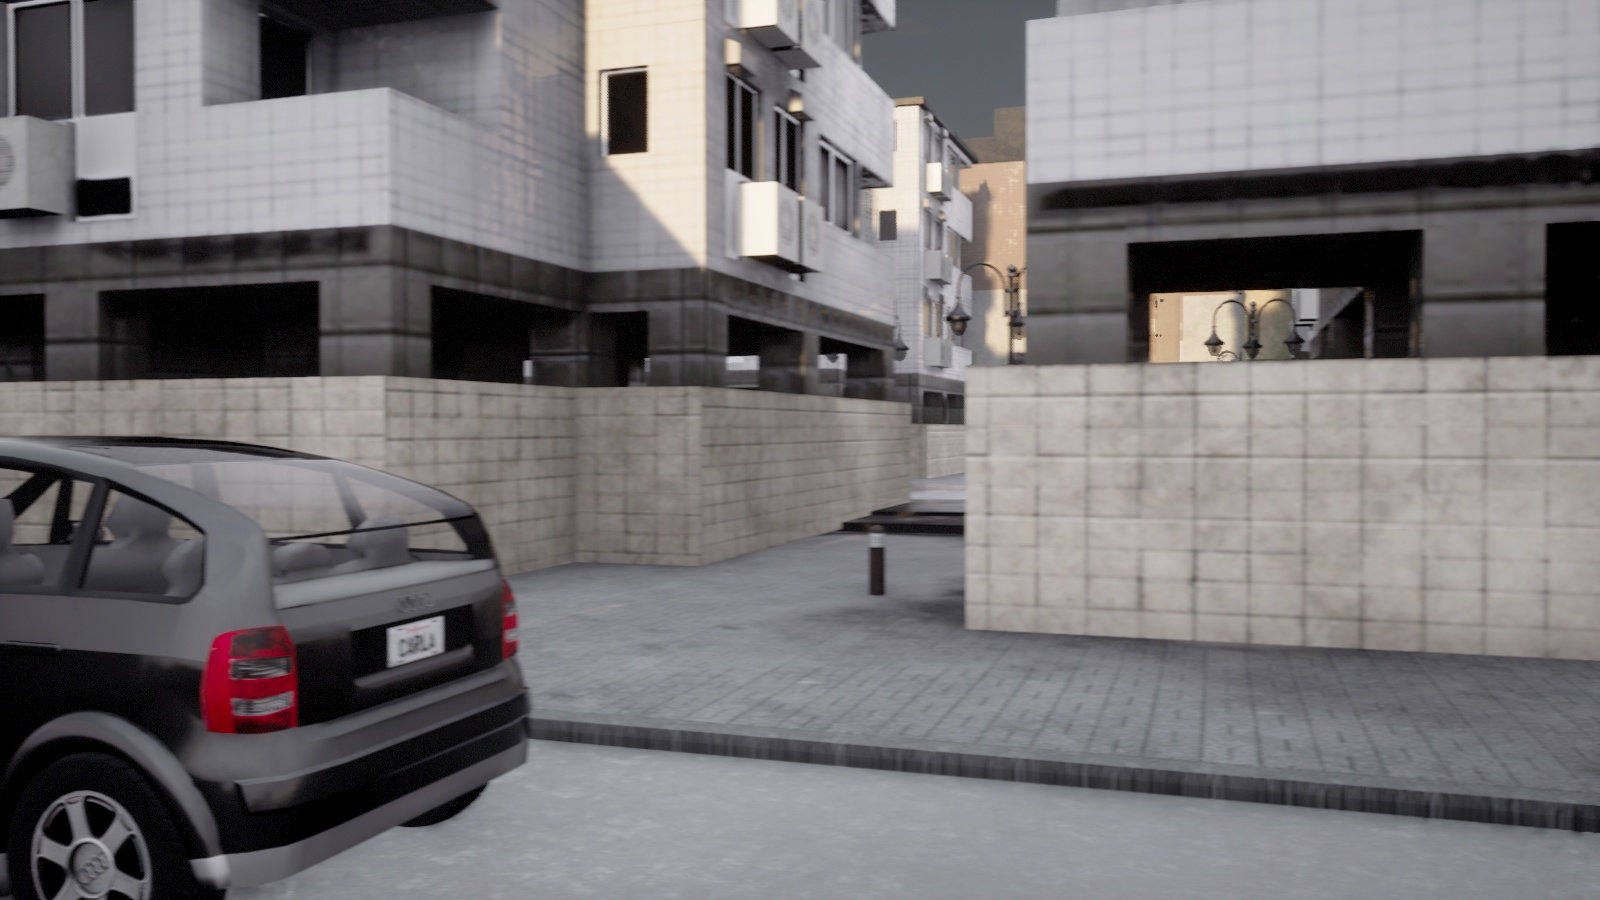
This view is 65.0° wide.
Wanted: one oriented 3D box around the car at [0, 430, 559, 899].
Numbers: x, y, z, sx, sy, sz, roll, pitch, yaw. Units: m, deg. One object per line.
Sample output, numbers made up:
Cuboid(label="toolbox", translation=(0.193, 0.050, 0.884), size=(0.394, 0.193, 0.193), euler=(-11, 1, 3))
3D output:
Cuboid(label="car", translation=(-3.002, 0.706, 4.730), size=(3.705, 1.549, 1.789), euler=(1, 1, 19))
